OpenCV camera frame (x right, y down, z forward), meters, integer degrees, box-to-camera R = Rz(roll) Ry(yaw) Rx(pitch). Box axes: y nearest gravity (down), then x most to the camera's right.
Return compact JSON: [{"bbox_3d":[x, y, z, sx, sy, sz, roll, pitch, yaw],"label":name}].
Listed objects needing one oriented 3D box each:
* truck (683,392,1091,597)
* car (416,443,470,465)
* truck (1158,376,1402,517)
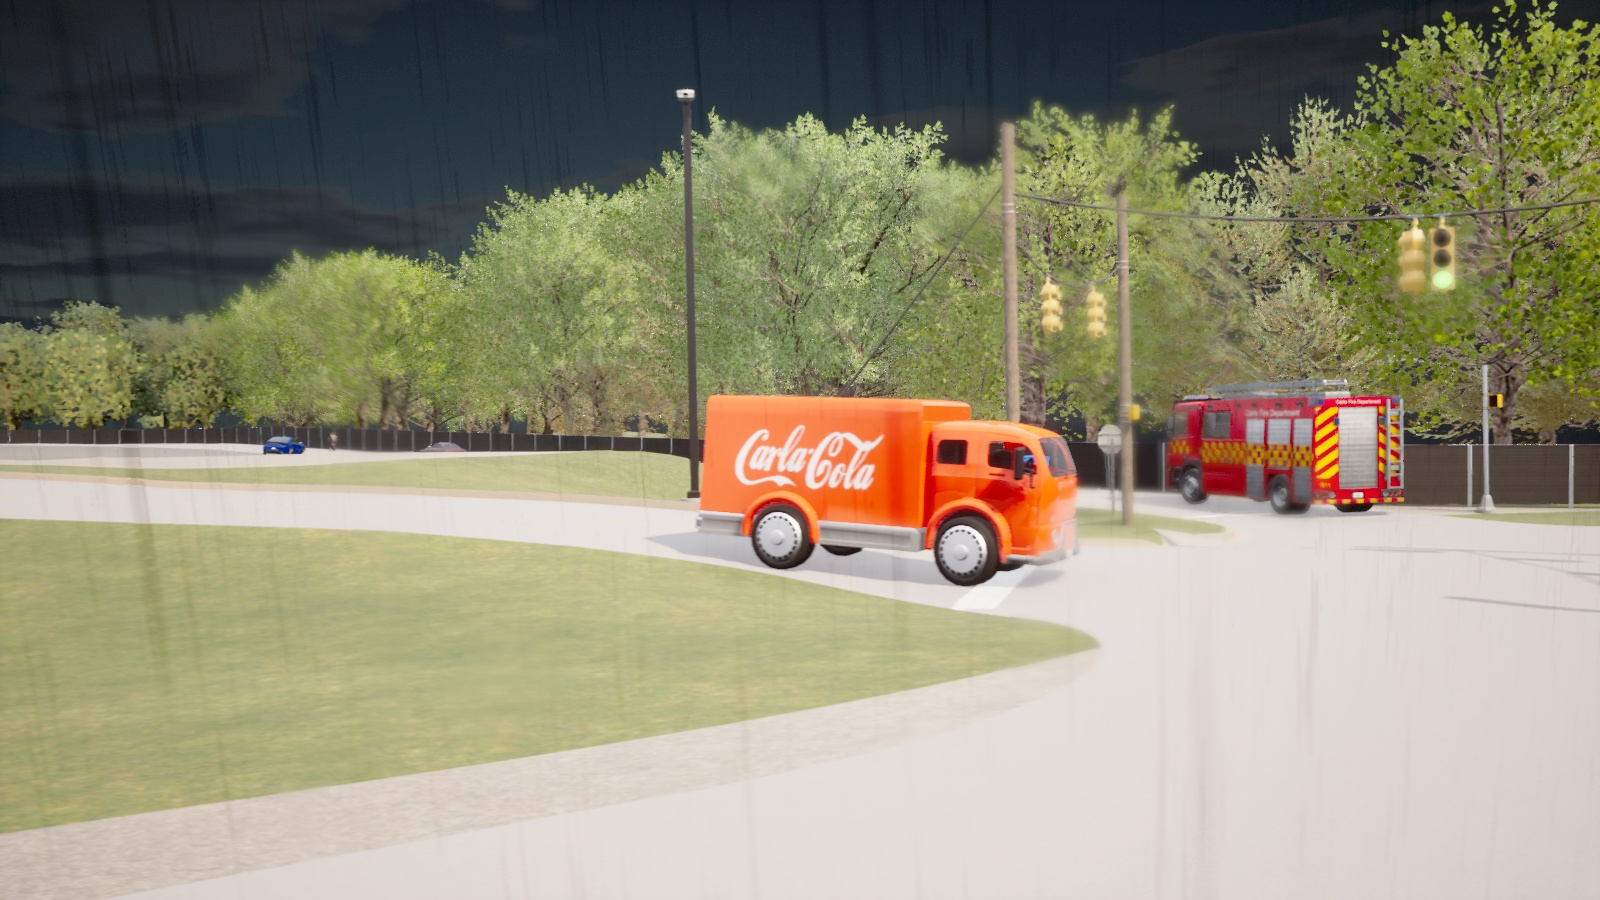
[{"bbox_3d":[1.253,0.484,18.153,5.204,2.467,2.627,3,2,26],"label":"truck"},{"bbox_3d":[-25.280,0.241,88.881,1.994,1.385,4.181,-2,3,-43],"label":"car"},{"bbox_3d":[14.461,-0.188,38.798,2.891,3.827,8.468,-2,1,-12],"label":"truck"}]
